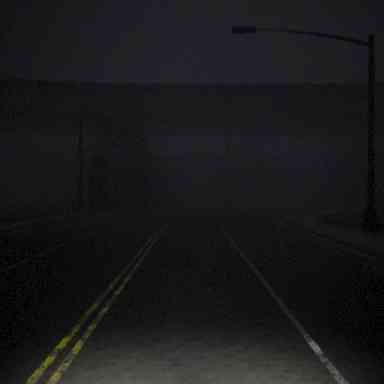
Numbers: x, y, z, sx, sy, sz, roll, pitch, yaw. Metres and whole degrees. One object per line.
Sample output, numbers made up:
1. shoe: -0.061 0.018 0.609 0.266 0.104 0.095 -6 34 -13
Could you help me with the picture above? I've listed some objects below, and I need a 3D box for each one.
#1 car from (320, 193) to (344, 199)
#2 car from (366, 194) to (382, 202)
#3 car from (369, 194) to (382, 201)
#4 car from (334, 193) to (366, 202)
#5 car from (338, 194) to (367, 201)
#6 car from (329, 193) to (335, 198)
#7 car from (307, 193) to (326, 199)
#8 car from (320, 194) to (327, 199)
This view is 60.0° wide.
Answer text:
1. car: 33.859 0.950 80.490 2.038 1.542 4.974 0 0 -34
2. car: 32.413 1.086 58.725 2.038 1.542 4.974 0 0 31
3. car: 32.440 0.928 58.769 1.853 1.218 4.536 0 0 31
4. car: 29.377 1.072 60.893 2.038 1.542 4.974 0 0 -29
5. car: 29.352 0.914 60.938 1.853 1.218 4.536 0 0 -29
6. car: 33.888 0.793 80.446 1.853 1.218 4.536 0 0 -34
7. car: 29.851 0.955 79.751 4.974 1.542 2.038 0 0 -39
8. car: 29.810 0.797 79.718 4.536 1.218 1.853 0 0 -39
